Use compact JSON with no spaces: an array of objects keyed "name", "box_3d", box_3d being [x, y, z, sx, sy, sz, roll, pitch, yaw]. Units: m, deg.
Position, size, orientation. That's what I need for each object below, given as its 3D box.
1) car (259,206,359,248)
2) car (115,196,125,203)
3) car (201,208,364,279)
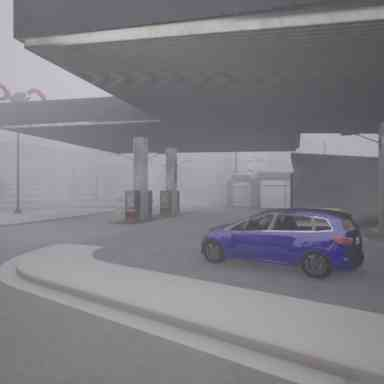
[{"name":"car","box_3d":[5.189,1.455,14.871,3.806,1.475,1.970,0,0,36]},{"name":"car","box_3d":[-13.111,1.464,67.698,5.008,1.535,1.882,0,0,-30]},{"name":"car","box_3d":[2.449,1.294,9.764,4.611,1.667,2.242,0,0,36]}]
